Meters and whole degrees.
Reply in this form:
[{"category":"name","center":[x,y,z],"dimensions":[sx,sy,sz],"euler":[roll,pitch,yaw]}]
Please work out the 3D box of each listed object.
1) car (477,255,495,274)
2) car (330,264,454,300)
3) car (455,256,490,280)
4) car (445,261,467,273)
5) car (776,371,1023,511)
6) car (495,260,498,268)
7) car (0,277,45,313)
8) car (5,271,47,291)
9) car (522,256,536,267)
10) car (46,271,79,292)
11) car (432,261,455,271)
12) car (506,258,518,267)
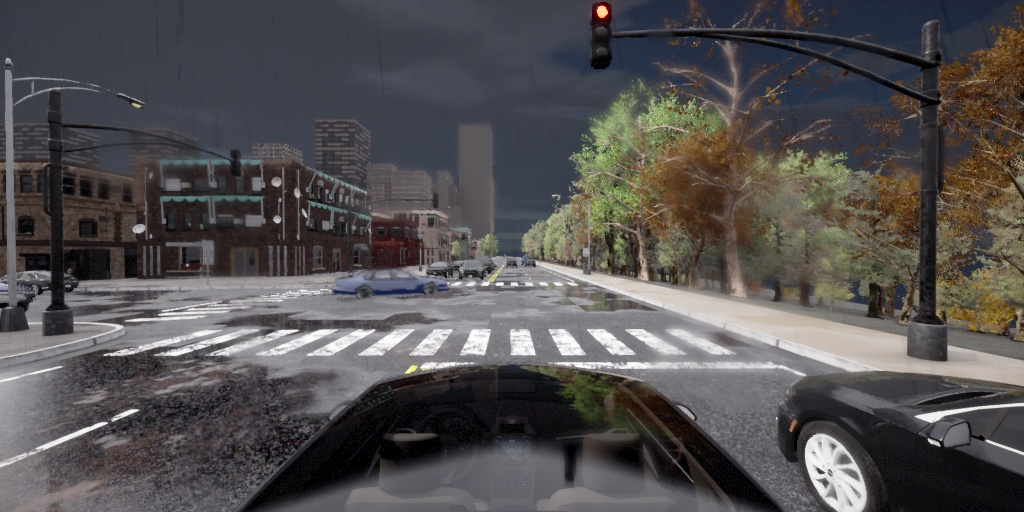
[{"category":"car","center":[-3.435,0.958,41.278],"dimensions":[2.150,2.045,5.566],"euler":[0,0,0]},{"category":"car","center":[-5.853,1.290,17.472],"dimensions":[5.357,1.411,2.033],"euler":[0,0,-27]},{"category":"car","center":[-3.413,1.093,31.699],"dimensions":[2.097,1.767,4.553],"euler":[0,0,0]},{"category":"car","center":[-6.683,1.336,43.487],"dimensions":[1.895,1.301,4.718],"euler":[0,0,0]},{"category":"car","center":[3.366,1.255,1.263],"dimensions":[1.837,1.490,4.892],"euler":[0,0,-2]},{"category":"car","center":[-3.457,1.296,50.784],"dimensions":[1.994,1.385,4.181],"euler":[0,0,0]},{"category":"car","center":[-19.973,1.565,12.639],"dimensions":[4.313,1.339,1.948],"euler":[0,0,0]},{"category":"car","center":[-23.572,1.539,15.344],"dimensions":[4.674,1.442,1.812],"euler":[-1,1,0]},{"category":"car","center":[3.203,1.231,63.662],"dimensions":[1.837,1.490,4.892],"euler":[0,0,0]},{"category":"car","center":[-28.326,1.560,21.131],"dimensions":[4.403,1.370,2.007],"euler":[0,0,0]},{"category":"car","center":[-6.664,1.218,33.525],"dimensions":[1.882,1.535,5.008],"euler":[0,0,0]},{"category":"car","center":[-0.046,1.230,62.991],"dimensions":[1.837,1.490,4.892],"euler":[0,0,0]}]
